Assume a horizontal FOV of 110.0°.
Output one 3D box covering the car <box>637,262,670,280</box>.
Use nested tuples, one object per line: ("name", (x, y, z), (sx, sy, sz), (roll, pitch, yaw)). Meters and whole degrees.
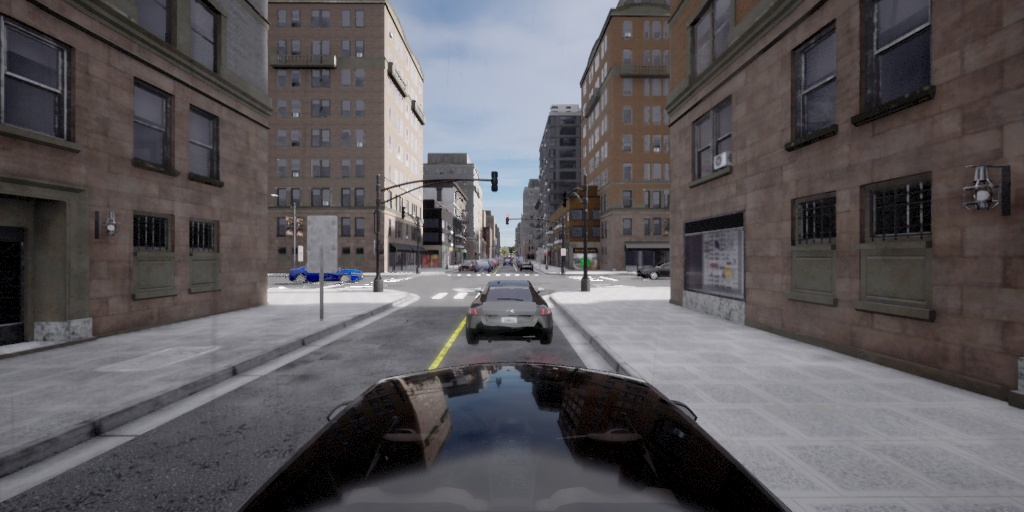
("car", (12.956, 1.200, 29.967), (4.892, 1.490, 1.837), (0, 0, -1))

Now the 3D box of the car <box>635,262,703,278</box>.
("car", (14.481, 1.242, 33.238), (5.357, 1.411, 2.033), (0, 0, -1))

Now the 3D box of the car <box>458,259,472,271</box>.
("car", (-6.094, 1.229, 48.543), (1.967, 1.591, 4.097), (0, 0, 0))

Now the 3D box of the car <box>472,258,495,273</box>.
("car", (-3.546, 1.308, 44.589), (1.812, 1.442, 4.674), (0, 0, 1))

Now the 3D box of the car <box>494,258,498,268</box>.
("car", (-3.591, 1.346, 54.268), (2.033, 1.411, 5.357), (0, 0, 0))

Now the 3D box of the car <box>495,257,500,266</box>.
("car", (-3.634, 1.295, 64.220), (1.882, 1.535, 5.008), (0, 0, 0))

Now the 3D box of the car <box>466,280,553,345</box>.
("car", (-0.065, 1.314, 9.532), (1.994, 1.385, 4.181), (0, 0, 0))

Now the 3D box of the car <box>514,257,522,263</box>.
("car", (1.807, 1.385, 65.135), (1.948, 1.339, 4.313), (0, 0, 0))

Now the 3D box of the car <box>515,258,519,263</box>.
("car", (1.848, 1.390, 59.625), (1.802, 1.307, 4.207), (0, 0, 0))

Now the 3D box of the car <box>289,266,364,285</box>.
("car", (-13.552, 1.272, 26.326), (5.008, 1.535, 1.882), (0, 0, -3))

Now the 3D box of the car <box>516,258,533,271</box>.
("car", (1.931, 1.355, 48.602), (1.948, 1.339, 4.313), (0, 0, 0))
